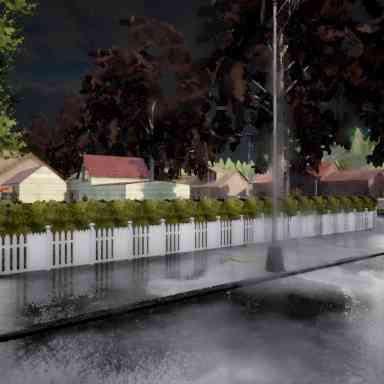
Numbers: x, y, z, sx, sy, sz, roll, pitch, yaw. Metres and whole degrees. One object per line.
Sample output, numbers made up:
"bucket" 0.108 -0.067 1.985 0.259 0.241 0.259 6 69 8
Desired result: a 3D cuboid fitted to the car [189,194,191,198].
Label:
"car" -2.195 1.230 57.474 2.150 2.045 5.566 0 0 -35
